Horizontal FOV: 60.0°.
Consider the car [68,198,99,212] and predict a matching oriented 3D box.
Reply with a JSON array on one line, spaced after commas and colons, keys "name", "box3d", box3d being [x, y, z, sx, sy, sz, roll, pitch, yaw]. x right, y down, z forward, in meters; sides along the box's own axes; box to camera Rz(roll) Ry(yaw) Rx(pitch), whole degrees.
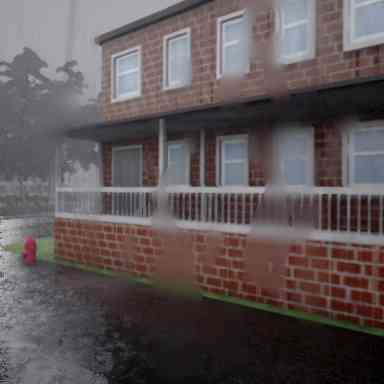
[{"name": "car", "box3d": [-8.599, 1.331, 29.139, 1.837, 1.490, 4.892, 1, 0, 36]}]
